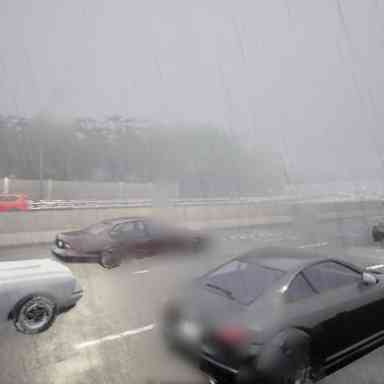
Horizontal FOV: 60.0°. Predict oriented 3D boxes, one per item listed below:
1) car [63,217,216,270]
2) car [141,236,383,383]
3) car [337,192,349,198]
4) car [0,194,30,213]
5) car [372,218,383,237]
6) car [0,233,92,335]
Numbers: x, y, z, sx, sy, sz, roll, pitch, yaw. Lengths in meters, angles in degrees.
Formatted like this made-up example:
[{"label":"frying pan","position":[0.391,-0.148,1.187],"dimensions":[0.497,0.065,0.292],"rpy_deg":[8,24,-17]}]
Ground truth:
[{"label":"car","position":[-1.761,1.541,11.083],"dimensions":[5.357,1.411,2.033],"rpy_deg":[0,0,-35]},{"label":"car","position":[1.605,1.560,5.009],"dimensions":[4.181,1.385,1.994],"rpy_deg":[0,0,-35]},{"label":"car","position":[36.809,0.663,80.952],"dimensions":[1.812,1.442,4.674],"rpy_deg":[0,2,38]},{"label":"car","position":[-16.180,1.215,26.839],"dimensions":[5.566,2.045,2.150],"rpy_deg":[0,0,-35]},{"label":"car","position":[10.053,1.549,15.170],"dimensions":[4.181,1.385,1.994],"rpy_deg":[0,0,-35]},{"label":"car","position":[-4.210,1.600,5.041],"dimensions":[4.718,1.301,1.895],"rpy_deg":[0,0,-35]}]
